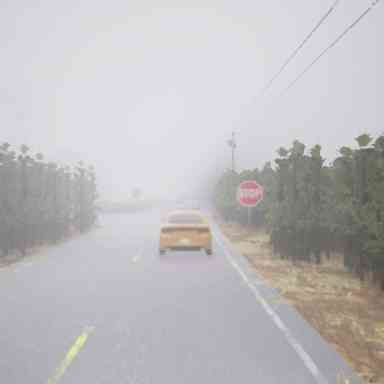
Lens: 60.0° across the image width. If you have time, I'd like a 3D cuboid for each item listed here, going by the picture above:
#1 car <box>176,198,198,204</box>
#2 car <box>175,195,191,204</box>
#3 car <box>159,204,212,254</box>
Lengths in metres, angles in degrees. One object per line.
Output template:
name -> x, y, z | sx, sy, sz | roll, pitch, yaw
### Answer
car -> -0.154, 1.515, 30.015 | 1.812, 1.442, 4.674 | 0, 0, 2
car -> -1.850, 1.333, 59.438 | 2.097, 1.767, 4.553 | 0, 0, 4
car -> -0.257, 1.473, 13.433 | 1.882, 1.535, 5.008 | 0, 0, -1
